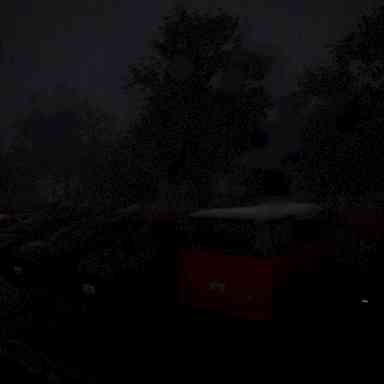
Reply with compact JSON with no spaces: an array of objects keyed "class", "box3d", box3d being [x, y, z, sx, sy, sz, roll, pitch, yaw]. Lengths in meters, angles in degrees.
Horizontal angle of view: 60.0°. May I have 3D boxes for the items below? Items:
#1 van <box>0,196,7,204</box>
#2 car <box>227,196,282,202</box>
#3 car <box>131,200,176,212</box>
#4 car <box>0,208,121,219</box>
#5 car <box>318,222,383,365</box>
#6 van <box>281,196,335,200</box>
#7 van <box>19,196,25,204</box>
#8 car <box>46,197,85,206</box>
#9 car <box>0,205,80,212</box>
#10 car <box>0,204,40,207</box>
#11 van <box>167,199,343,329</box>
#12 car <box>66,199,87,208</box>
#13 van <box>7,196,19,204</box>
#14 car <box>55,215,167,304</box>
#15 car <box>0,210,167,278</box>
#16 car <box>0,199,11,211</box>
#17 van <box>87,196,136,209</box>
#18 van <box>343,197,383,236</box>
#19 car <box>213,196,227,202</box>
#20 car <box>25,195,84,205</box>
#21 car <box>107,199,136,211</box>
[{"class":"van","box3d":[-20.119,1.415,38.600,1.878,1.987,4.442,-1,0,36]},{"class":"car","box3d":[4.781,1.262,20.804,2.435,2.045,5.566,0,0,36]},{"class":"car","box3d":[-1.953,1.548,25.674,2.097,1.535,5.008,0,0,36]},{"class":"car","box3d":[-5.178,1.558,11.854,2.163,1.488,4.792,0,0,36]},{"class":"car","box3d":[3.872,1.512,5.418,2.163,1.488,4.792,0,0,36]},{"class":"van","box3d":[6.977,1.276,19.115,1.878,1.987,4.442,0,0,36]},{"class":"van","box3d":[-15.479,1.392,35.550,1.878,1.987,4.442,0,0,36]},{"class":"car","box3d":[-10.950,1.594,32.143,2.097,1.535,5.008,0,0,36]},{"class":"car","box3d":[-7.524,1.537,13.348,1.946,1.575,5.366,0,0,36]},{"class":"car","box3d":[-9.665,1.553,15.124,2.231,1.521,4.892,0,0,36]},{"class":"van","box3d":[1.668,1.268,7.110,1.878,1.987,4.442,0,0,36]},{"class":"car","box3d":[-8.698,1.623,30.528,2.002,1.452,4.674,0,0,36]},{"class":"van","box3d":[-17.626,1.403,37.094,1.878,1.987,4.442,0,0,36]},{"class":"car","box3d":[-0.670,1.535,8.612,2.163,1.488,4.792,0,0,36]},{"class":"car","box3d":[-2.924,1.546,10.233,2.163,1.488,4.792,0,0,36]},{"class":"car","box3d":[-26.779,1.788,43.305,1.946,1.575,5.366,-1,-1,36]},{"class":"van","box3d":[-6.483,1.346,29.081,1.878,1.987,4.442,0,0,36]},{"class":"van","box3d":[9.363,1.264,17.687,1.878,1.987,4.442,0,0,36]},{"class":"car","box3d":[2.532,1.273,22.421,2.435,2.045,5.566,0,0,36]},{"class":"car","box3d":[-13.314,1.355,33.815,2.435,2.045,5.566,0,0,36]},{"class":"car","box3d":[-4.299,1.600,27.371,2.002,1.452,4.674,0,0,36]}]
